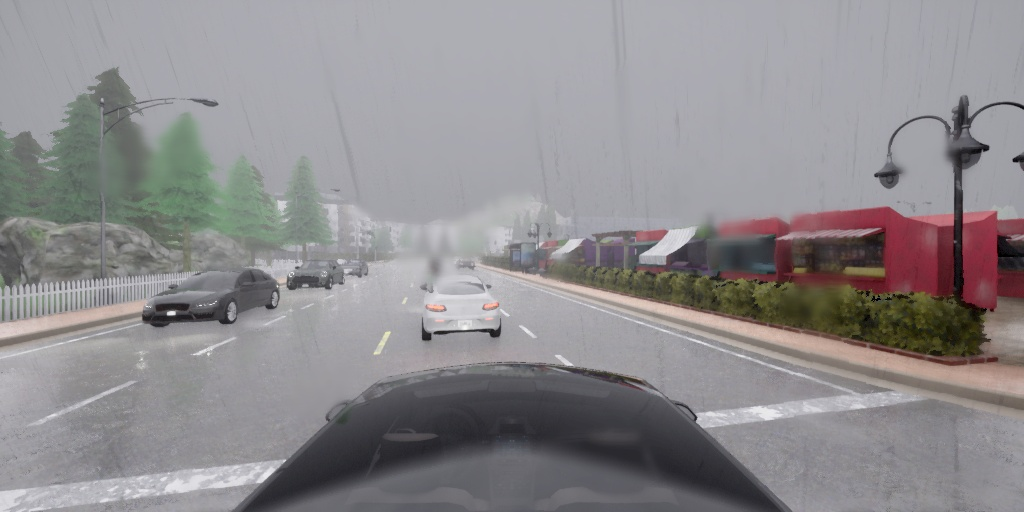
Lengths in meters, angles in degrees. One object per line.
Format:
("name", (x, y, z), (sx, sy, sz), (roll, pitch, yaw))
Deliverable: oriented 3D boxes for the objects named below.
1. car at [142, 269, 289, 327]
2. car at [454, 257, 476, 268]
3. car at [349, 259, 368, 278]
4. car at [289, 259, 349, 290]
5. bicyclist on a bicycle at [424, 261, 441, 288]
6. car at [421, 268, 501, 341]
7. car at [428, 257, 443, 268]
("car", (-9.179, 1.190, 11.457), (1.837, 1.490, 4.892), (0, 0, -13))
("car", (-5.587, 1.046, 43.729), (1.895, 1.301, 4.718), (0, 0, -13))
("car", (-13.564, 1.032, 30.683), (2.128, 1.511, 4.902), (0, 0, -13))
("car", (-11.374, 0.965, 21.059), (2.097, 1.767, 4.553), (0, 0, -13))
("bicyclist on a bicycle", (-4.293, 1.078, 19.589), (0.582, 1.620, 1.656), (0, 1, 25))
("car", (-1.468, 1.225, 9.737), (1.812, 1.442, 4.674), (0, 0, -12))
("car", (-10.814, 0.897, 50.793), (1.837, 1.490, 4.892), (0, 0, -13))
